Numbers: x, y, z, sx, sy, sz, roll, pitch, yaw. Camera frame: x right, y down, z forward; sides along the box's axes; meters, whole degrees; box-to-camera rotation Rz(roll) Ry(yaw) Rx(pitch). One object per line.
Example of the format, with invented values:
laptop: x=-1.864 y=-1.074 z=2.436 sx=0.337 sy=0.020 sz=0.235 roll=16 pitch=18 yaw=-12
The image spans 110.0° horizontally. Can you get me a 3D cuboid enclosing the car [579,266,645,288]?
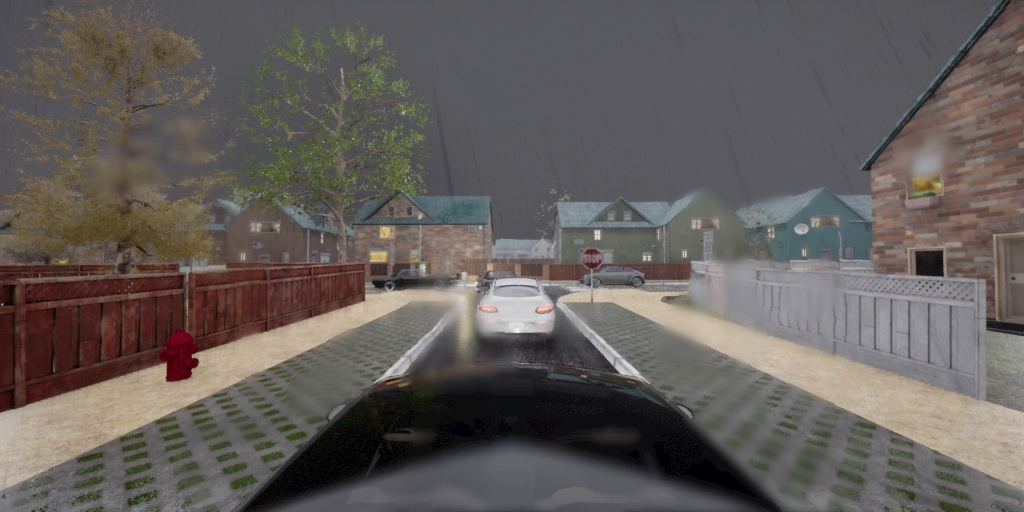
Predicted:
car: x=6.547 y=1.344 z=23.677 sx=4.181 sy=1.385 sz=1.994 roll=0 pitch=-1 yaw=1

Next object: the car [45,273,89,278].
car: x=-25.600 y=1.632 z=21.169 sx=4.718 sy=1.301 sz=1.895 roll=-1 pitch=-1 yaw=1

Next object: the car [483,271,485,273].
car: x=-0.750 y=1.366 z=18.504 sx=1.895 sy=1.301 sz=4.718 roll=0 pitch=-1 yaw=-12

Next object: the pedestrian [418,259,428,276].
pedestrian: x=-6.691 y=1.118 z=26.777 sx=0.375 sy=1.860 sz=0.375 roll=0 pitch=-1 yaw=1

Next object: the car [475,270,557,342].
car: x=0.106 y=1.279 z=9.685 sx=1.812 sy=1.442 sz=4.674 roll=0 pitch=0 yaw=0

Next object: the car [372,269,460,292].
car: x=-5.475 y=1.416 z=20.891 sx=4.718 sy=1.301 sz=1.895 roll=-1 pitch=-1 yaw=1
